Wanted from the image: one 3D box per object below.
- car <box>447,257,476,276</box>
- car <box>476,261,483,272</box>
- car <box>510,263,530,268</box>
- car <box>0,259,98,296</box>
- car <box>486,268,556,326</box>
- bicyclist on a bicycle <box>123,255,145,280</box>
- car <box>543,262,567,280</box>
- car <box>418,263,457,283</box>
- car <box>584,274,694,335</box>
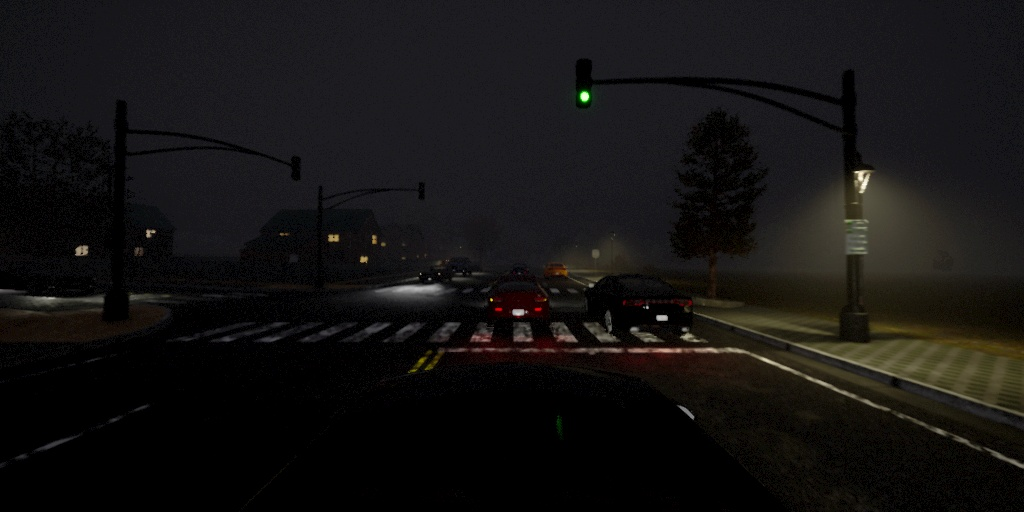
[{"bbox_3d":[-5.753,1.100,39.158,2.150,2.045,5.566,0,0,3],"label":"car"},{"bbox_3d":[-5.219,1.401,49.424,1.882,1.535,5.008,0,0,3],"label":"car"},{"bbox_3d":[0.763,1.382,34.611,1.812,1.442,4.674,0,0,2],"label":"car"},{"bbox_3d":[-21.493,0.907,16.331,5.008,1.535,1.882,1,-1,15],"label":"car"},{"bbox_3d":[0.194,1.303,11.683,1.812,1.442,4.674,0,0,1],"label":"car"},{"bbox_3d":[-24.806,0.785,23.248,0.582,1.620,1.656,1,-1,14],"label":"bicyclist on a bicycle"},{"bbox_3d":[3.964,1.327,33.210,1.882,1.535,5.008,0,0,2],"label":"car"},{"bbox_3d":[-6.126,1.441,29.258,1.895,1.301,4.718,0,0,2],"label":"car"},{"bbox_3d":[3.429,1.252,10.603,1.882,1.535,5.008,0,0,1],"label":"car"}]
